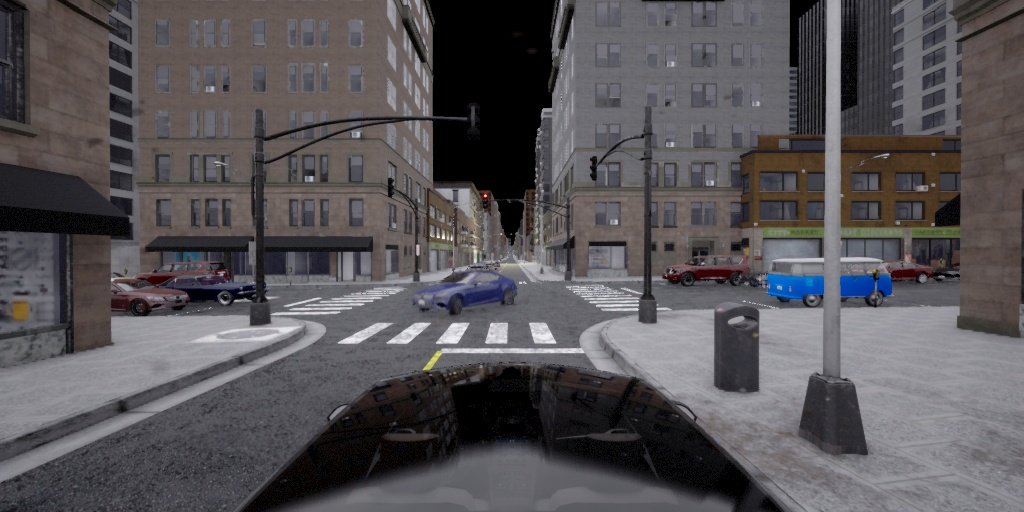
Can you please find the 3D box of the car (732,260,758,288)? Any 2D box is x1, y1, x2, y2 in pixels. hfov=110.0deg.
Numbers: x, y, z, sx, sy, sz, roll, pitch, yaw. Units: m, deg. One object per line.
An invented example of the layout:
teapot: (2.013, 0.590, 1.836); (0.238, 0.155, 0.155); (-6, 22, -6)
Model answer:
car: (15.490, 1.081, 19.629); (5.357, 1.411, 2.033); (-1, 0, 0)

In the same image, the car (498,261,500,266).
car: (-3.080, 1.298, 51.755); (1.812, 1.442, 4.674); (0, 0, 0)

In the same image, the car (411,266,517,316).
car: (-1.626, 1.274, 13.717); (1.812, 1.442, 4.674); (-1, -1, 36)

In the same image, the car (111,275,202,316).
car: (-14.818, 1.527, 13.695); (4.207, 1.307, 1.802); (0, 0, 0)

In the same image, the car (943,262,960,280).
car: (28.924, 0.915, 22.327); (4.313, 1.339, 1.948); (0, 0, 0)

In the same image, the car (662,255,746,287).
car: (12.097, 0.871, 22.286); (5.009, 1.841, 2.192); (0, 0, 0)

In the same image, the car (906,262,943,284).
car: (23.314, 0.964, 22.313); (4.507, 1.381, 1.888); (0, 0, 0)

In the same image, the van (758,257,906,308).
van: (12.118, 0.957, 13.761); (3.998, 1.789, 1.690); (0, 0, 0)

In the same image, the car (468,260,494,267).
car: (-3.085, 1.318, 33.636); (1.994, 1.385, 4.181); (0, 0, 1)

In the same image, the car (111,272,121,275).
car: (-26.019, 1.550, 22.193); (4.829, 1.417, 1.751); (0, 0, 0)

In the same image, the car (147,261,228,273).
car: (-20.344, 1.269, 22.207); (5.009, 1.841, 2.192); (0, 0, 0)

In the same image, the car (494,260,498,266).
car: (-3.092, 1.253, 42.622); (2.128, 1.511, 4.902); (0, 0, 0)

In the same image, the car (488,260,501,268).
car: (-3.055, 1.352, 61.801); (1.994, 1.385, 4.181); (0, 0, 1)

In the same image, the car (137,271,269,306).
car: (-13.954, 1.517, 16.360); (4.718, 1.301, 1.895); (-1, 0, 0)
